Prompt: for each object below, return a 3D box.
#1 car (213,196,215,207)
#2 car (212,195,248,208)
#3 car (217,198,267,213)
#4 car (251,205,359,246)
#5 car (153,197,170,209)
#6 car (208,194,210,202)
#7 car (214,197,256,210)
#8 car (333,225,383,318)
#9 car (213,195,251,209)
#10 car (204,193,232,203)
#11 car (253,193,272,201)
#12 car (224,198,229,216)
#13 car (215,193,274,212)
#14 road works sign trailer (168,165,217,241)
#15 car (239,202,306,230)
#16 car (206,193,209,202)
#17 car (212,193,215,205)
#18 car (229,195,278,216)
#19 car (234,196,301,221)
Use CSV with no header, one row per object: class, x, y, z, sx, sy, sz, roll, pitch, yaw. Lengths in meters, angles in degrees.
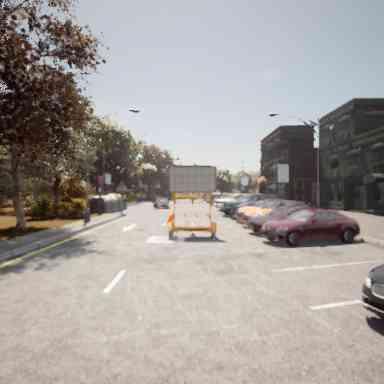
car,5.224,1.437,32.839,5.366,1.575,1.946,1,0,-20
car,5.440,1.327,47.913,4.553,1.767,2.185,1,0,-20
car,5.384,1.472,35.896,4.792,1.488,2.163,1,0,-20
car,5.325,1.498,14.894,4.674,1.452,2.002,1,0,-20
car,-3.986,1.453,43.735,2.128,1.511,4.902,0,0,0
car,5.529,1.337,53.930,4.553,1.767,2.185,1,0,-20
car,5.417,1.475,41.898,4.792,1.488,2.163,1,0,-20
car,5.314,1.475,5.893,4.892,1.521,2.231,1,0,-20
car,5.426,1.323,44.912,4.553,1.767,2.185,1,0,-20
car,5.551,1.245,71.970,5.566,2.045,2.435,1,0,-20
car,18.550,1.285,87.936,2.435,2.045,5.566,0,1,-21
car,5.365,1.484,26.903,4.674,1.452,2.002,1,0,-20
car,5.373,1.191,29.881,5.566,2.045,2.435,1,0,-20
road works sign trailer,0.019,0.433,16.622,2.380,3.560,2.880,0,0,0
car,5.304,1.482,17.885,4.792,1.488,2.163,1,0,-20
car,5.498,1.468,56.933,5.008,1.535,2.097,1,0,-20
car,5.405,1.192,38.898,5.566,2.045,2.435,1,0,-20
car,5.388,1.321,23.906,4.553,1.767,2.185,1,0,-20
car,5.376,1.324,20.905,4.553,1.767,2.185,1,0,-20
